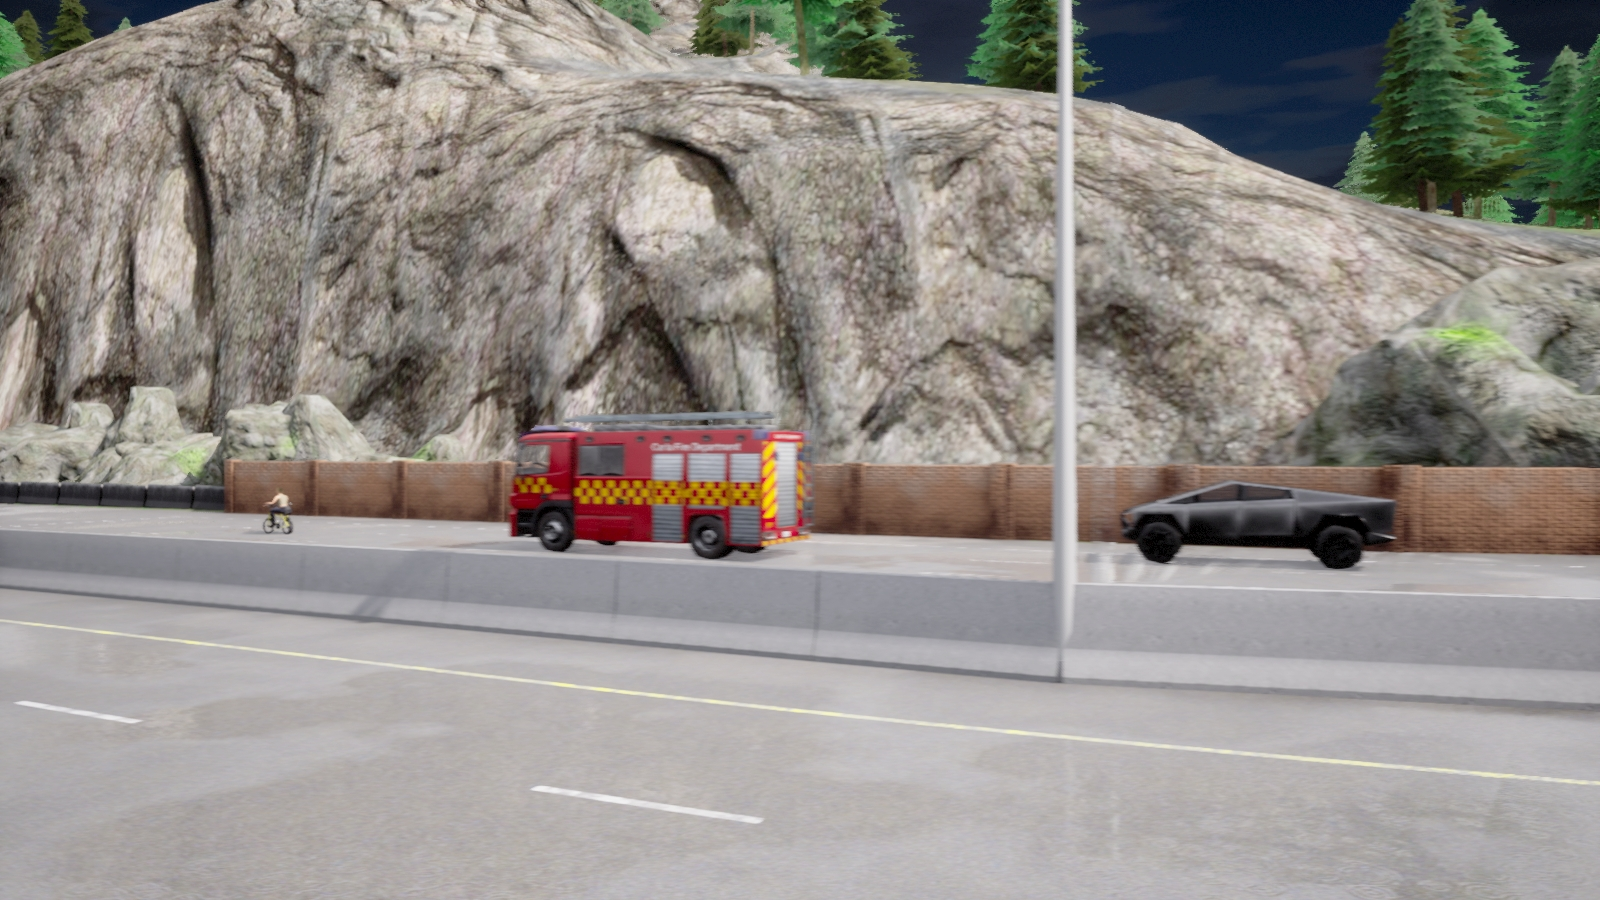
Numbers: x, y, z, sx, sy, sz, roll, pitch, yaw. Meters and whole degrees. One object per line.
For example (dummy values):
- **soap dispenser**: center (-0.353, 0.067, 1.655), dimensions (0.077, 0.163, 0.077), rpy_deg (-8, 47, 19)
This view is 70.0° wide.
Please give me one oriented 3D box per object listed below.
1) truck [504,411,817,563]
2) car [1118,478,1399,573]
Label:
- **truck**: center (-3.980, 0.945, 31.967), dimensions (8.468, 3.827, 2.891), rpy_deg (0, 0, 26)
- **car**: center (11.318, 1.809, 28.664), dimensions (6.274, 2.098, 2.390), rpy_deg (0, 0, 19)
